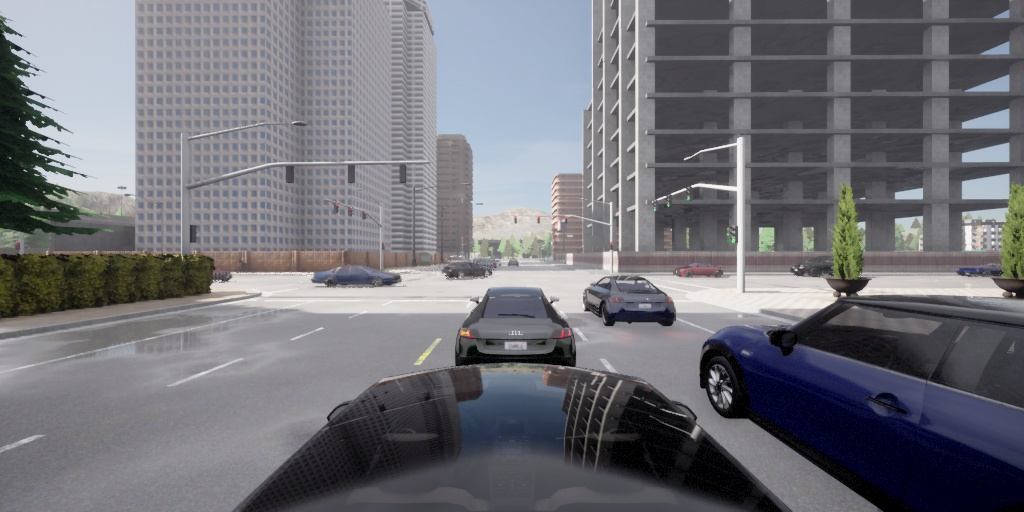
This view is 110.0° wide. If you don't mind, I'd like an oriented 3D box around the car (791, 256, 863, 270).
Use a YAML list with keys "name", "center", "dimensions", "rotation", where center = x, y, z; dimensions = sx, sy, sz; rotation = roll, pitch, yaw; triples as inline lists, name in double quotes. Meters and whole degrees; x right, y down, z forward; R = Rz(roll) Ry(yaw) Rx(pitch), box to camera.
- name: "car"
  center: [29.499, 0.972, 33.705]
  dimensions: [5.566, 2.045, 2.150]
  rotation: [0, 0, 1]

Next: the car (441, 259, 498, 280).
- name: "car"
  center: [-3.949, 1.256, 31.863]
  dimensions: [4.892, 1.490, 1.837]
  rotation: [0, 2, -45]

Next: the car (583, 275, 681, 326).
- name: "car"
  center: [3.576, 1.314, 11.646]
  dimensions: [1.994, 1.385, 4.181]
  rotation: [0, 0, 0]

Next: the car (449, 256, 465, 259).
- name: "car"
  center: [-7.273, 0.971, 47.065]
  dimensions: [2.150, 2.045, 5.566]
  rotation: [0, 0, 1]

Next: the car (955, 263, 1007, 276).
- name: "car"
  center: [44.881, 1.351, 33.580]
  dimensions: [4.718, 1.301, 1.895]
  rotation: [0, 0, 1]

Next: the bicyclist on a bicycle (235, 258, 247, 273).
- name: "bicyclist on a bicycle"
  center: [-29.393, 1.051, 38.866]
  dimensions: [0.582, 1.620, 1.656]
  rotation: [0, 0, 0]

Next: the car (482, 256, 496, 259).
- name: "car"
  center: [-3.731, 1.102, 50.025]
  dimensions: [2.097, 1.767, 4.553]
  rotation: [0, 0, 1]

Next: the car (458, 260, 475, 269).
- name: "car"
  center: [-7.135, 1.314, 56.484]
  dimensions: [1.994, 1.385, 4.181]
  rotation: [0, 0, 1]

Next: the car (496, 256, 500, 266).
- name: "car"
  center: [-3.591, 1.102, 58.770]
  dimensions: [2.097, 1.767, 4.553]
  rotation: [0, 0, 1]

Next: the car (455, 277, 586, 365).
- name: "car"
  center: [0.058, 1.314, 7.385]
  dimensions: [1.994, 1.385, 4.181]
  rotation: [0, 0, 0]

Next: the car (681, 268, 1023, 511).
- name: "car"
  center: [3.600, 1.102, 3.043]
  dimensions: [2.097, 1.767, 4.553]
  rotation: [0, 0, 0]

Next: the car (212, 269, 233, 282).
- name: "car"
  center: [-23.672, 1.276, 26.868]
  dimensions: [4.674, 1.442, 1.812]
  rotation: [0, 0, 0]

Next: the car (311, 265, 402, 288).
- name: "car"
  center: [-10.013, 1.298, 23.260]
  dimensions: [5.357, 1.411, 2.033]
  rotation: [0, 0, 0]

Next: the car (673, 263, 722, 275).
- name: "car"
  center: [17.505, 1.314, 33.784]
  dimensions: [4.181, 1.385, 1.994]
  rotation: [0, 0, 0]
